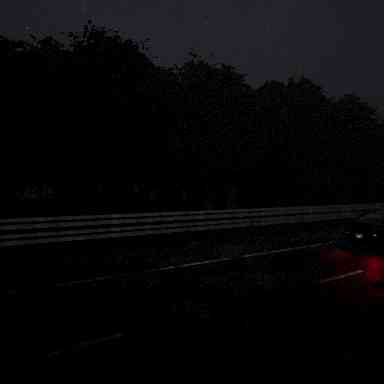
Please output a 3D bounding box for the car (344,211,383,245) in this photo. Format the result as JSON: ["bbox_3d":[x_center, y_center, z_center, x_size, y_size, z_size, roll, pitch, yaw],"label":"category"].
[{"bbox_3d":[8.272,1.515,14.065,4.674,1.442,1.812,0,0,-36],"label":"car"}]
